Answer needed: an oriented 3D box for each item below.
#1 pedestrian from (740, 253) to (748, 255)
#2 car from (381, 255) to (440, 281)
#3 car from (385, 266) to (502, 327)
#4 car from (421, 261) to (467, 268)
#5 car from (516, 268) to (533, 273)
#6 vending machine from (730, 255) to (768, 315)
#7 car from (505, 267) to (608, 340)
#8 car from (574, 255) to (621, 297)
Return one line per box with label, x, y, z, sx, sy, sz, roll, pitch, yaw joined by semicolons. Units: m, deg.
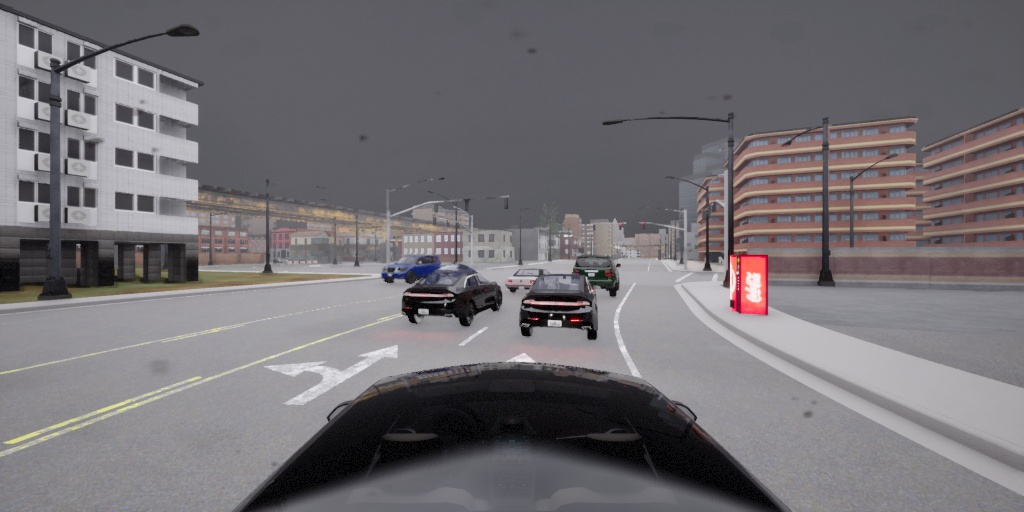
pedestrian;8.062;0.795;12.481;0.375;1.860;0.375;0;0;21
car;-7.449;0.957;27.426;2.150;2.045;5.566;0;0;21
car;-1.707;1.241;11.725;2.128;1.511;4.902;0;0;14
car;-4.262;1.277;25.971;1.812;1.442;4.674;0;0;21
car;1.307;1.351;20.538;1.895;1.301;4.718;0;0;21
vending machine;7.829;0.945;11.862;1.100;2.100;0.880;0;0;20
car;1.450;1.242;10.119;2.128;1.511;4.902;0;0;13
car;4.584;0.971;19.357;2.150;2.045;5.566;0;0;19
